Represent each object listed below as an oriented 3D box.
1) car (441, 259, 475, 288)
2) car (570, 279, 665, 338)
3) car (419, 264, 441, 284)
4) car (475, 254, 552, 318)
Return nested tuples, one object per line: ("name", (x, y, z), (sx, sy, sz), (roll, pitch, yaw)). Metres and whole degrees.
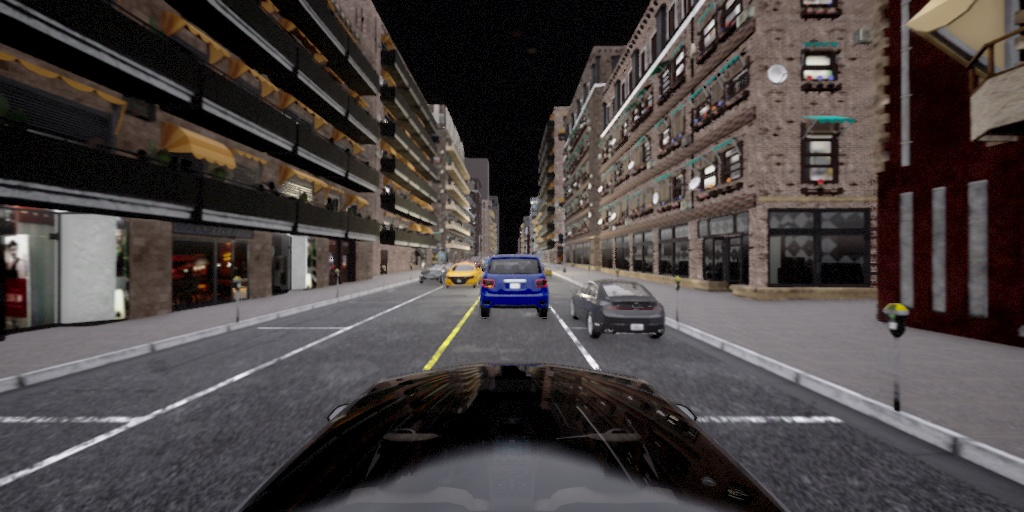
("car", (-3.098, 1.205, 23.555), (1.882, 1.535, 5.008), (0, 0, 0))
("car", (2.689, 1.292, 9.897), (2.007, 1.370, 4.403), (0, 0, 0))
("car", (-5.694, 1.275, 26.808), (2.007, 1.370, 4.403), (0, 0, 0))
("car", (0.056, 0.960, 13.066), (2.150, 2.045, 5.566), (0, 0, -1))
